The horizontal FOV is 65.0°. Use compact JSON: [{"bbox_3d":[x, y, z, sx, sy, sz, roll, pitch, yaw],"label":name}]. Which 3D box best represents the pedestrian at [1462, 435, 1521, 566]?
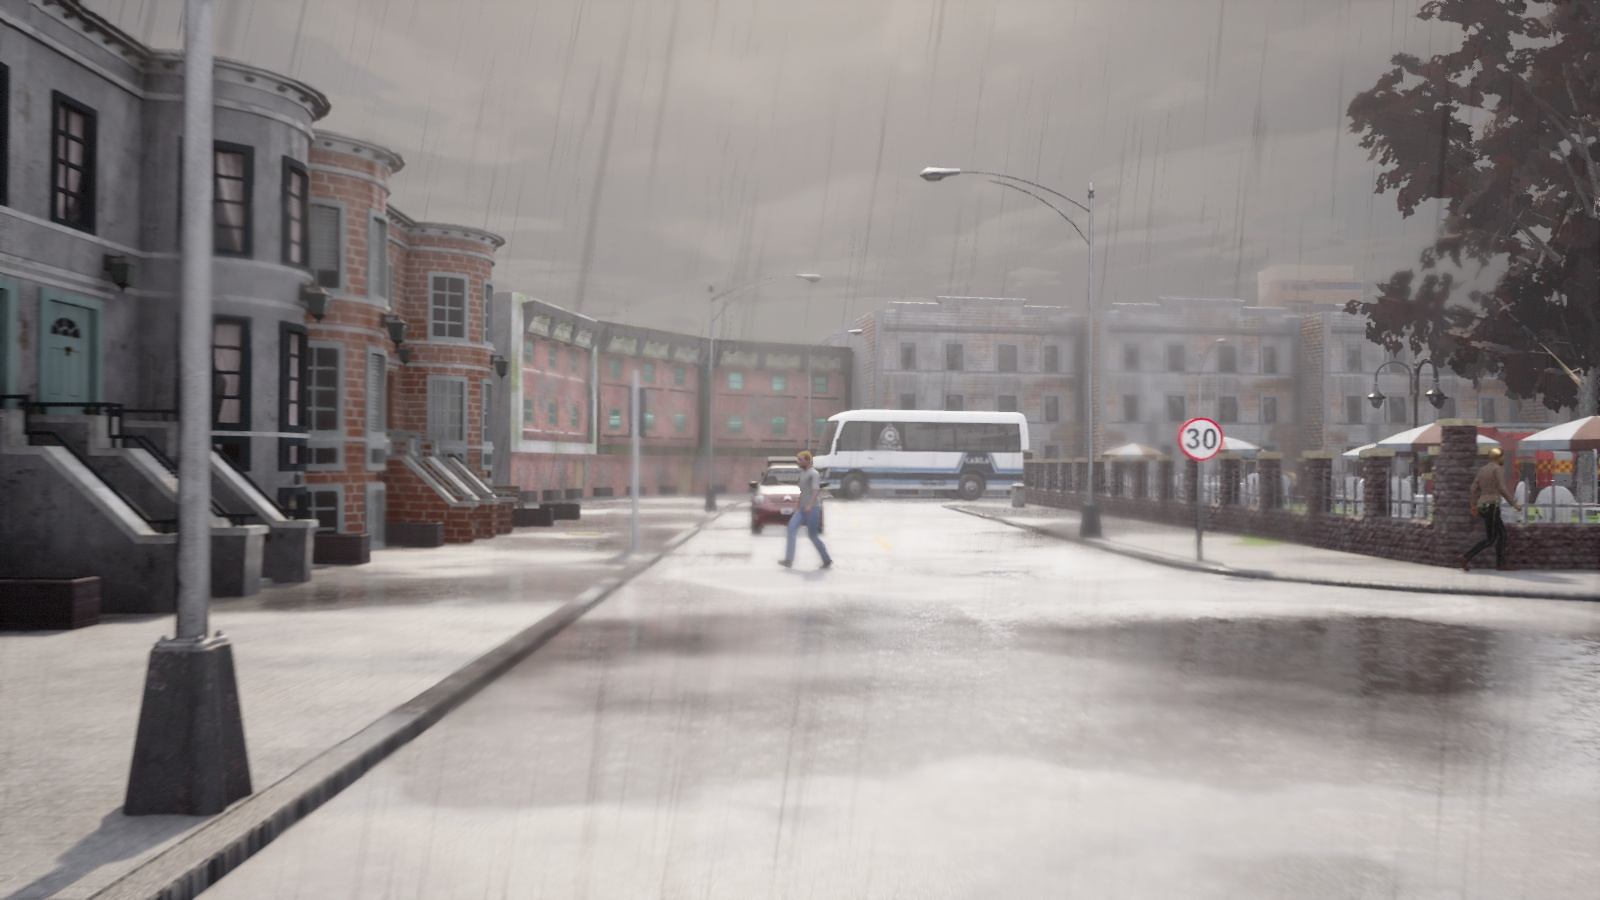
[{"bbox_3d":[9.828,0.719,17.861,0.634,1.846,0.331,0,-1,2],"label":"pedestrian"}]

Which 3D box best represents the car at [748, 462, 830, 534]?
[{"bbox_3d":[-0.259,1.111,30.355,1.851,1.617,3.988,0,-1,0],"label":"car"}]

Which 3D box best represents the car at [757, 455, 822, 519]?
[{"bbox_3d":[-0.343,1.126,39.162,1.905,1.878,3.866,0,-1,-1],"label":"car"}]

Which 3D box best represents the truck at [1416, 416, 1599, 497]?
[{"bbox_3d":[35.214,0.331,61.728,8.468,3.827,2.891,0,-1,-1],"label":"truck"}]

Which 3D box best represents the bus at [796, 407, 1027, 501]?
[{"bbox_3d":[5.231,0.200,59.879,10.273,4.253,3.944,0,0,-11],"label":"bus"}]

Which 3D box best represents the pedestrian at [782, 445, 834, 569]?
[{"bbox_3d":[0.120,0.852,18.923,0.706,1.836,0.354,0,-1,-31],"label":"pedestrian"}]
